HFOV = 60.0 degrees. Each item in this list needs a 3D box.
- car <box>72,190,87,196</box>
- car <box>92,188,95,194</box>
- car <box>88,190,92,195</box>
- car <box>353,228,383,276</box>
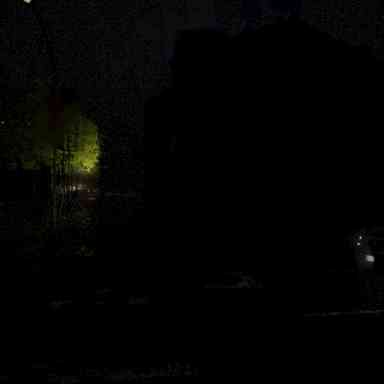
[{"bbox_3d":[-25.592,0.255,74.425,2.008,1.369,4.403,2,0,-8],"label":"car"},{"bbox_3d":[-27.358,0.088,86.885,1.947,1.339,4.313,2,0,-8],"label":"car"},{"bbox_3d":[-26.581,0.151,81.491,2.008,1.369,4.403,2,0,-8],"label":"car"},{"bbox_3d":[7.192,1.329,8.721,5.566,2.045,2.150,0,0,-8],"label":"car"}]
